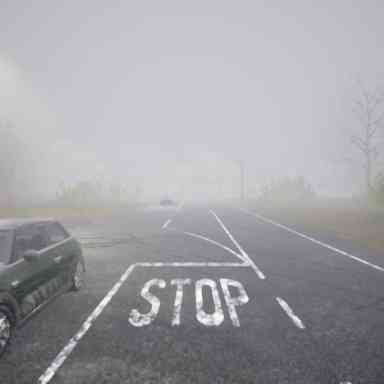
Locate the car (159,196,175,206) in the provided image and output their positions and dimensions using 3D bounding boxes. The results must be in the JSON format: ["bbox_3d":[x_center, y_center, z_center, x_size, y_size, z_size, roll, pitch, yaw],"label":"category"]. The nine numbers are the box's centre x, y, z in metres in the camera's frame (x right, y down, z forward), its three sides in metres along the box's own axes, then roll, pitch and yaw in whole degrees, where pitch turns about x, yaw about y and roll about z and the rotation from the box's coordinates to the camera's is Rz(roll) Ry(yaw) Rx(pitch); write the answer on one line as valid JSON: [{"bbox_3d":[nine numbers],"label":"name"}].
[{"bbox_3d":[-3.240,1.146,44.262,1.895,1.301,4.718,0,1,0],"label":"car"}]

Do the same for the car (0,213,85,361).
[{"bbox_3d":[-3.487,1.299,5.638,2.097,1.767,4.553,0,1,0],"label":"car"}]
